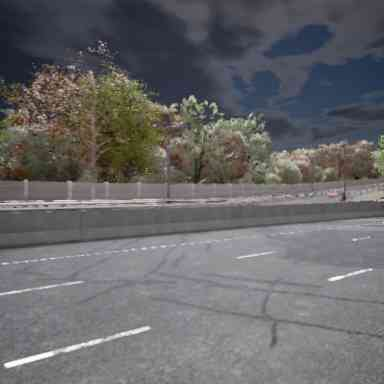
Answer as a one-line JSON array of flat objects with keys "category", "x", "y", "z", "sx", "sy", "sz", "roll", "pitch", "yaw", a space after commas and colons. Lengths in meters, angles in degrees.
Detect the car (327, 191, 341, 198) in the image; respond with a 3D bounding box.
[{"category": "car", "x": 35.546, "y": 0.562, "z": 84.245, "sx": 2.097, "sy": 1.767, "sz": 4.553, "roll": 0, "pitch": 1, "yaw": 32}]
